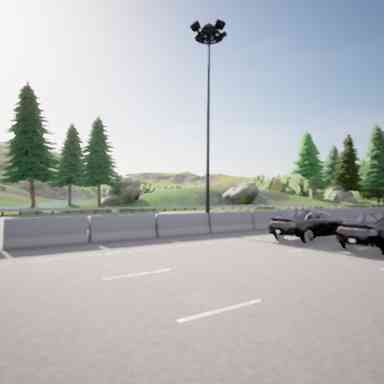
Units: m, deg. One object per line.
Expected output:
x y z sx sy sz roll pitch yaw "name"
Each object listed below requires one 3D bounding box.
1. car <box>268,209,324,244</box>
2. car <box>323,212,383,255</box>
5.948 1.627 16.698 4.902 1.511 2.128 1 0 -35 "car"
7.987 1.627 13.852 4.902 1.511 2.128 1 0 -35 "car"
